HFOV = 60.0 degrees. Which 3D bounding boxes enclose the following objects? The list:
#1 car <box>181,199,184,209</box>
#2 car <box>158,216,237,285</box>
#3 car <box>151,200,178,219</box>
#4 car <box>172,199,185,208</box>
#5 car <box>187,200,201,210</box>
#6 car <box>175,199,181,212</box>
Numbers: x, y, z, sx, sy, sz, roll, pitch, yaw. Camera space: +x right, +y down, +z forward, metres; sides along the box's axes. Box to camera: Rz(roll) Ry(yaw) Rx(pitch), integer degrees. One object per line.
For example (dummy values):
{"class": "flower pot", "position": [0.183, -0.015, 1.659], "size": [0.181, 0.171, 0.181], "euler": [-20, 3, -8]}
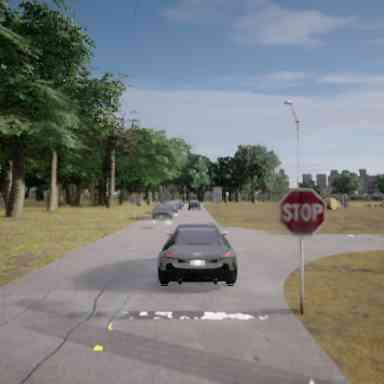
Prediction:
{"class": "car", "position": [-2.590, 1.987, 51.308], "size": [1.812, 1.442, 4.674], "euler": [0, -1, 1]}
{"class": "car", "position": [0.143, 1.623, 9.707], "size": [1.994, 1.385, 4.181], "euler": [0, 0, 0]}
{"class": "car", "position": [-2.674, 1.779, 31.530], "size": [2.033, 1.411, 5.357], "euler": [0, -1, -1]}
{"class": "car", "position": [-2.469, 2.085, 61.640], "size": [2.128, 1.511, 4.902], "euler": [0, -1, 0]}
{"class": "car", "position": [0.350, 1.977, 52.070], "size": [1.837, 1.490, 4.892], "euler": [0, -1, 0]}
{"class": "car", "position": [-2.639, 1.864, 41.268], "size": [1.812, 1.442, 4.674], "euler": [0, -1, 1]}
